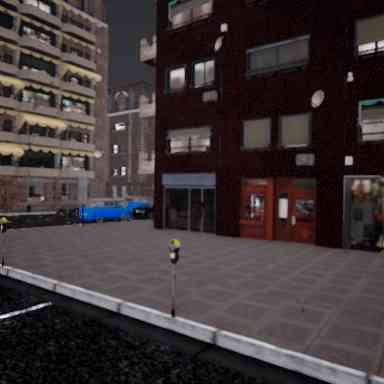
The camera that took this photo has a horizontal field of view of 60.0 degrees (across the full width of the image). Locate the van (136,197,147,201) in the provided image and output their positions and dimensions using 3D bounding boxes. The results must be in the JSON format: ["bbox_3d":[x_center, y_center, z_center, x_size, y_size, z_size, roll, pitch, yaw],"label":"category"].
[{"bbox_3d":[-7.018,1.421,38.893,1.690,1.788,3.998,0,-1,35],"label":"van"}]

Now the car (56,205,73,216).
[{"bbox_3d":[-9.653,1.517,30.680,2.033,1.411,5.357,1,0,35],"label":"car"}]

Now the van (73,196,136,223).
[{"bbox_3d":[-6.455,1.367,24.971,1.690,1.788,3.998,0,-1,35],"label":"van"}]

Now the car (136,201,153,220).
[{"bbox_3d":[-3.390,1.696,29.584,1.947,1.339,4.313,0,-1,35],"label":"car"}]
